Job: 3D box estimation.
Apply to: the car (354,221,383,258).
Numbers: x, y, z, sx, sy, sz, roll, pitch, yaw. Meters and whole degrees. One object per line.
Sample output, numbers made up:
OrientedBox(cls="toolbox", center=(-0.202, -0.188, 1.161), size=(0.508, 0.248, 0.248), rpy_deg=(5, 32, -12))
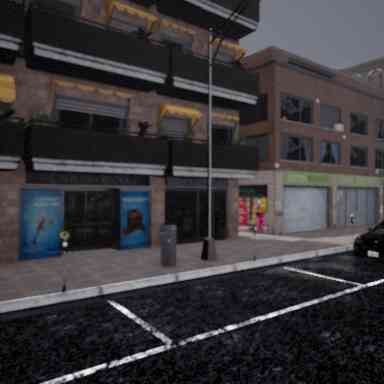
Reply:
OrientedBox(cls="car", center=(7.619, 1.640, 11.993), size=(4.313, 1.339, 1.947), rpy_deg=(0, 0, -35))
